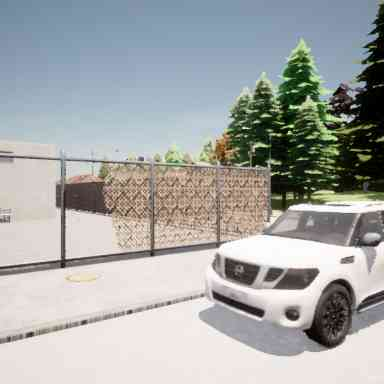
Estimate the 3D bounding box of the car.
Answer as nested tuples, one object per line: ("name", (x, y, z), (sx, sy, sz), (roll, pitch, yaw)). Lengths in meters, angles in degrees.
("car", (2.890, 1.224, 6.674), (5.566, 2.045, 2.150), (0, 0, -35))
